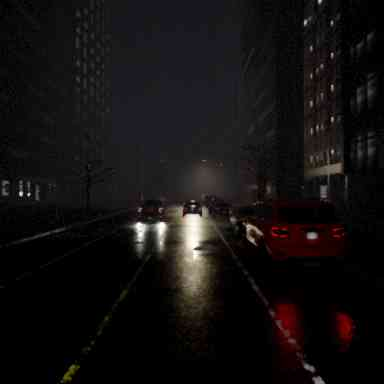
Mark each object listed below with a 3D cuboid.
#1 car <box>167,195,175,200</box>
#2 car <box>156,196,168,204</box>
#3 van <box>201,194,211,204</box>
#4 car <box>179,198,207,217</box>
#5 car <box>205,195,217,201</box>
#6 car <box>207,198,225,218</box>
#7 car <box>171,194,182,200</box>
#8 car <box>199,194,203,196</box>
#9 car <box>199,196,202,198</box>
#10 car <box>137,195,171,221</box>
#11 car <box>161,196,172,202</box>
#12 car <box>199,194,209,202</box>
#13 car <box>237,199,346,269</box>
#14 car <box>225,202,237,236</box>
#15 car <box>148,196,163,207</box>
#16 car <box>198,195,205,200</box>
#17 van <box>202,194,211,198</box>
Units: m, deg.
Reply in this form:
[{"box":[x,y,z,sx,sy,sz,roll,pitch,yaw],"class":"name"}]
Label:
[{"box":[-5.726,1.521,91.824,2.008,1.369,4.403,1,0,0],"class":"car"},{"box":[-5.712,1.537,63.610,2.008,1.369,4.403,1,0,0],"class":"car"},{"box":[2.670,1.327,63.640,1.690,1.788,3.998,1,0,0],"class":"van"},{"box":[0.035,1.544,31.222,2.033,1.411,5.357,0,0,0],"class":"car"},{"box":[2.683,1.436,35.433,1.967,1.590,4.097,0,0,0],"class":"car"},{"box":[2.684,1.542,29.791,1.887,1.381,4.507,0,0,0],"class":"car"},{"box":[-3.031,1.077,67.419,1.882,1.535,5.008,0,0,0],"class":"car"},{"box":[2.673,1.304,57.998,2.192,1.841,5.009,1,0,0],"class":"car"},{"box":[0.039,1.594,45.905,1.895,1.301,4.718,0,0,0],"class":"car"},{"box":[-3.110,1.350,26.738,2.097,1.767,4.553,0,0,0],"class":"car"},{"box":[-5.718,1.531,74.895,2.008,1.369,4.403,1,0,0],"class":"car"},{"box":[2.666,1.295,74.923,2.192,1.841,5.009,1,0,0],"class":"car"},{"box":[3.102,1.228,11.278,2.150,2.045,5.566,0,0,0],"class":"car"},{"box":[3.132,1.477,18.248,1.882,1.535,5.008,0,0,0],"class":"car"},{"box":[-5.706,1.431,52.325,1.967,1.590,4.097,1,0,0],"class":"car"},{"box":[2.655,1.496,92.017,1.752,1.417,4.829,1,0,0],"class":"car"},{"box":[2.678,1.334,46.715,1.690,1.788,3.998,1,0,0],"class":"van"}]
